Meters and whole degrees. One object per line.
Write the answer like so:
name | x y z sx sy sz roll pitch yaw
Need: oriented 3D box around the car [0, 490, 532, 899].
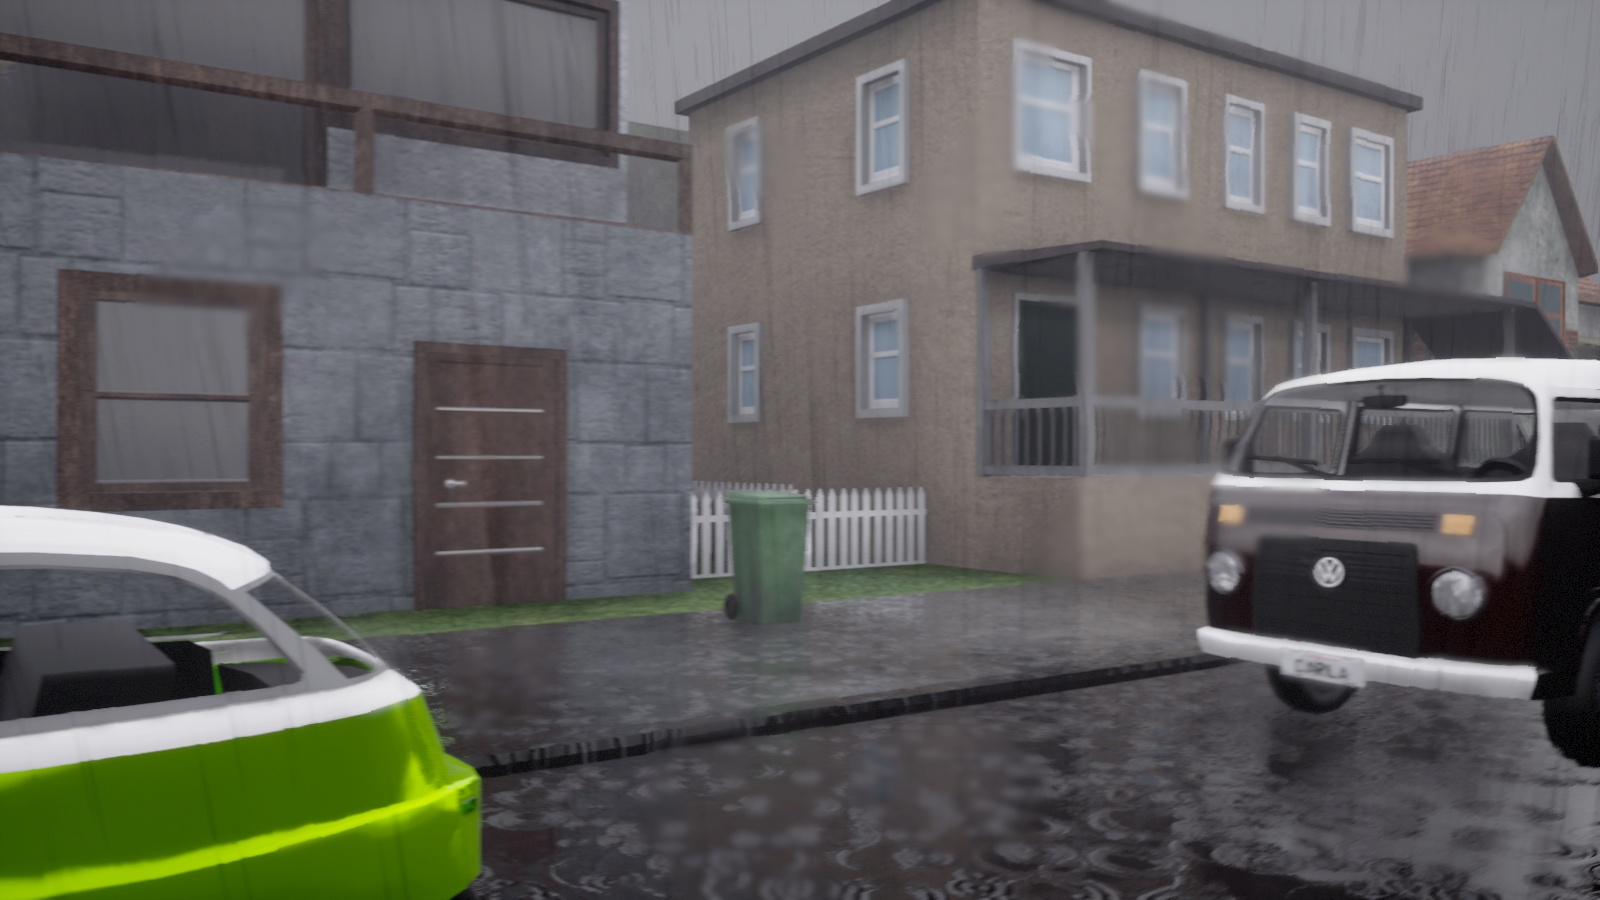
car | -1.955 0.811 2.902 2.207 1.376 1.481 0 0 -35

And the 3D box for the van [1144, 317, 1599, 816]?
van | 4.302 0.477 7.262 4.480 2.038 2.069 0 0 -35
